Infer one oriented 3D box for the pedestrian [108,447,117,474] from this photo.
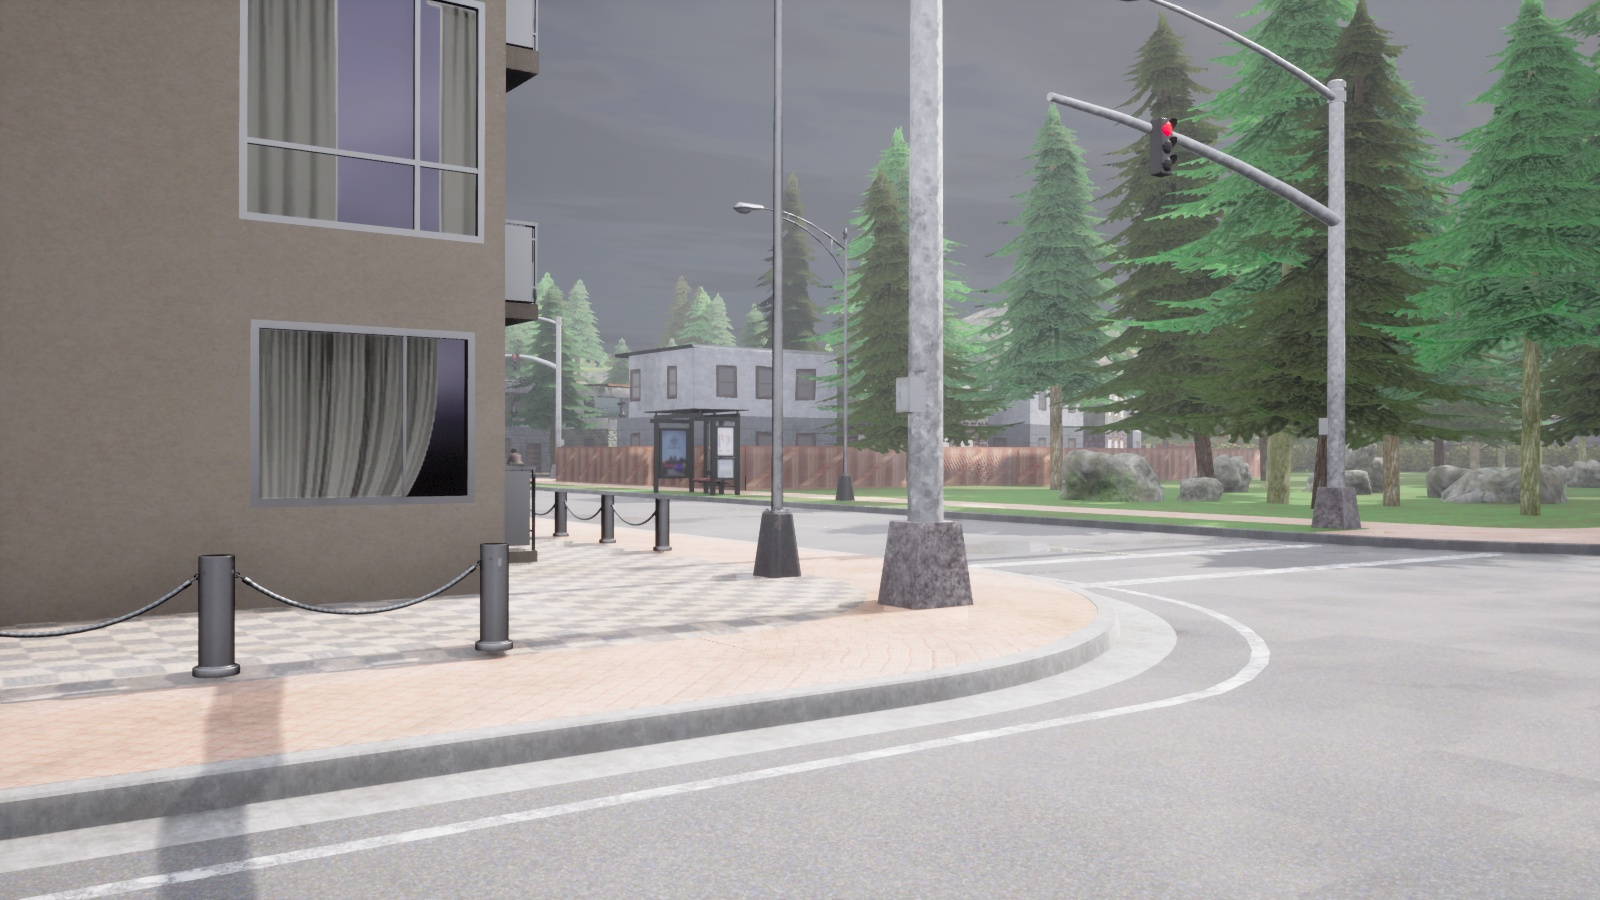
[{"bbox_3d":[-47.456,0.703,86.660,0.431,1.840,0.703,0,0,-37],"label":"pedestrian"}]
